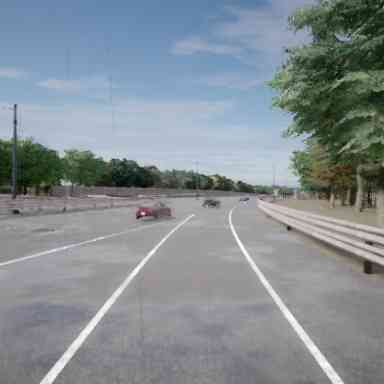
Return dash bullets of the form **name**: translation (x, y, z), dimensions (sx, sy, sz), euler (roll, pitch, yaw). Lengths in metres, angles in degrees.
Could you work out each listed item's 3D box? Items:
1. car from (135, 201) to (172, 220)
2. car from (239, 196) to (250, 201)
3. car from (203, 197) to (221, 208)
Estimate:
- **car**: translation (-3.109, 1.485, 27.398), dimensions (1.812, 1.442, 4.674), euler (1, 0, 15)
- **car**: translation (12.899, 1.574, 81.571), dimensions (2.033, 1.411, 5.357), euler (1, 0, 18)
- **car**: translation (2.990, 1.497, 49.300), dimensions (1.837, 1.490, 4.892), euler (1, 0, 16)
